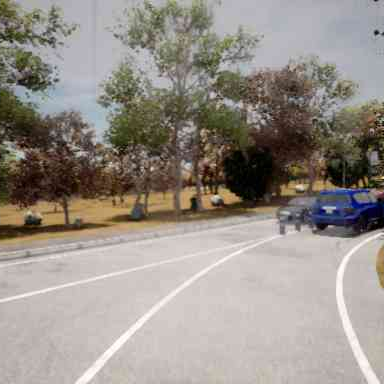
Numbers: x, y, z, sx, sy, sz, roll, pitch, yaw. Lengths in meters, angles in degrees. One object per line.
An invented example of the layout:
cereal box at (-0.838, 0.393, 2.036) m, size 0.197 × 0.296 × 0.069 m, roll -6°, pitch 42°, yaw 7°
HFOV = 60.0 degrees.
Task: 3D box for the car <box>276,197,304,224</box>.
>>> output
car at (7.213, 1.055, 21.145) m, size 4.902 × 1.511 × 2.128 m, roll -4°, pitch 3°, yaw -43°

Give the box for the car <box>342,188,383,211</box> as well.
car at (14.497, 0.520, 27.433) m, size 4.674 × 1.442 × 1.812 m, roll -5°, pitch 3°, yaw -38°

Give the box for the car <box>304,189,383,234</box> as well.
car at (8.340, 0.878, 17.350) m, size 5.566 × 2.045 × 2.150 m, roll -3°, pitch 2°, yaw -44°
